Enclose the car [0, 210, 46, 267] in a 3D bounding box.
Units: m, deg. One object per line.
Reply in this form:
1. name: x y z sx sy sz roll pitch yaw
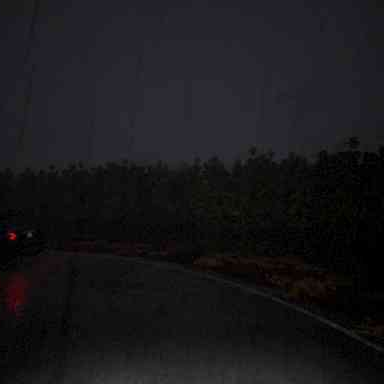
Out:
1. car: -7.618 1.489 11.533 4.553 1.767 2.097 0 -1 6
